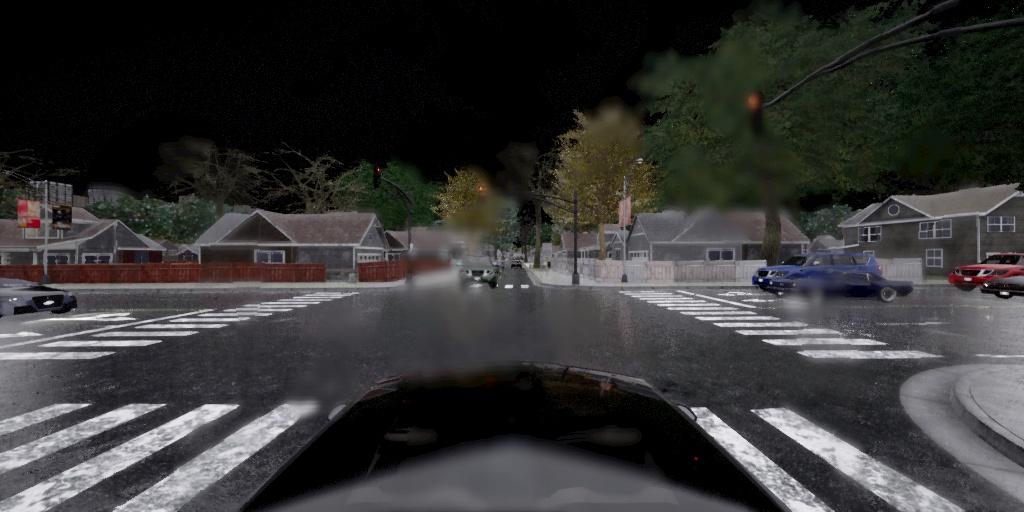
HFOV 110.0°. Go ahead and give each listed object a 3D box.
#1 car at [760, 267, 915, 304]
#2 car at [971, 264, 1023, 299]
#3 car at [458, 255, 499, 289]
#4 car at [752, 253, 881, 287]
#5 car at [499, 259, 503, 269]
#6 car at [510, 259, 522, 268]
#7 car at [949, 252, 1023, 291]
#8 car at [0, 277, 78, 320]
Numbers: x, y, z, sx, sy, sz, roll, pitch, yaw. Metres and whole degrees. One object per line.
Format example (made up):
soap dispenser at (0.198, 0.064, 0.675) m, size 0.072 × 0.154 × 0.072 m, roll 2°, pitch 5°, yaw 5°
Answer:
car at (13.555, 1.260, 15.059) m, size 4.718 × 1.301 × 1.895 m, roll 0°, pitch 0°, yaw 1°
car at (23.205, 1.153, 14.903) m, size 5.357 × 1.411 × 2.033 m, roll 0°, pitch 0°, yaw 1°
car at (-2.276, 0.979, 23.314) m, size 2.150 × 2.045 × 5.566 m, roll 0°, pitch 0°, yaw -6°
car at (15.485, 0.868, 18.291) m, size 5.566 × 2.045 × 2.150 m, roll 0°, pitch 0°, yaw 1°
car at (-2.451, 1.319, 41.697) m, size 2.033 × 1.411 × 5.357 m, roll 0°, pitch 0°, yaw 1°
car at (0.741, 1.299, 61.404) m, size 1.837 × 1.490 × 4.892 m, roll 0°, pitch 0°, yaw 1°
car at (25.851, 0.811, 18.107) m, size 5.566 × 2.045 × 2.150 m, roll 0°, pitch 0°, yaw 1°
car at (-17.591, 1.410, 12.124) m, size 4.181 × 1.385 × 1.994 m, roll 0°, pitch 0°, yaw 1°
